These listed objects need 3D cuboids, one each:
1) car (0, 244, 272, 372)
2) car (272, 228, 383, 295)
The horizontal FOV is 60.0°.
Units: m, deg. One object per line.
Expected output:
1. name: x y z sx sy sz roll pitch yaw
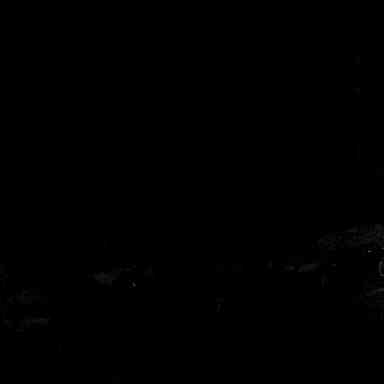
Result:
1. car: -0.827 1.598 5.601 4.206 1.307 1.802 0 0 -36
2. car: 3.662 1.635 8.809 4.206 1.307 1.802 0 0 -36
